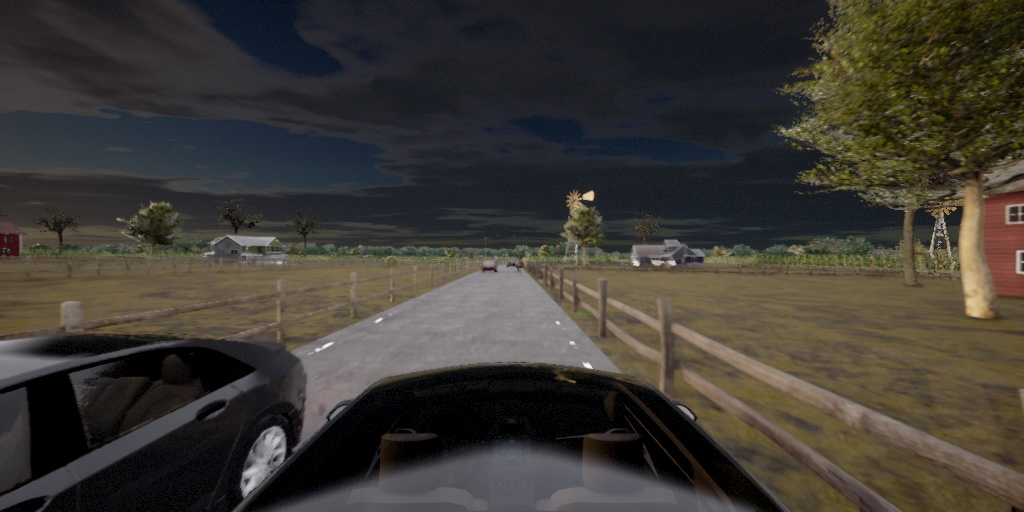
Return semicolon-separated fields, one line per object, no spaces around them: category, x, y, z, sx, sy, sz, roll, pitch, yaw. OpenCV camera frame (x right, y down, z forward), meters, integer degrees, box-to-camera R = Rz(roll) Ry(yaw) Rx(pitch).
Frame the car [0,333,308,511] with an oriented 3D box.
car;-2.849;1.255;1.451;1.837;1.490;4.892;0;0;0

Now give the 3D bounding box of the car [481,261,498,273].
car;-2.826;1.303;45.009;1.882;1.535;5.008;0;0;0

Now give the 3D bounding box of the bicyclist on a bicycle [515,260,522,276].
bicyclist on a bicycle;0.758;1.235;35.337;0.582;1.620;1.656;0;-1;0
